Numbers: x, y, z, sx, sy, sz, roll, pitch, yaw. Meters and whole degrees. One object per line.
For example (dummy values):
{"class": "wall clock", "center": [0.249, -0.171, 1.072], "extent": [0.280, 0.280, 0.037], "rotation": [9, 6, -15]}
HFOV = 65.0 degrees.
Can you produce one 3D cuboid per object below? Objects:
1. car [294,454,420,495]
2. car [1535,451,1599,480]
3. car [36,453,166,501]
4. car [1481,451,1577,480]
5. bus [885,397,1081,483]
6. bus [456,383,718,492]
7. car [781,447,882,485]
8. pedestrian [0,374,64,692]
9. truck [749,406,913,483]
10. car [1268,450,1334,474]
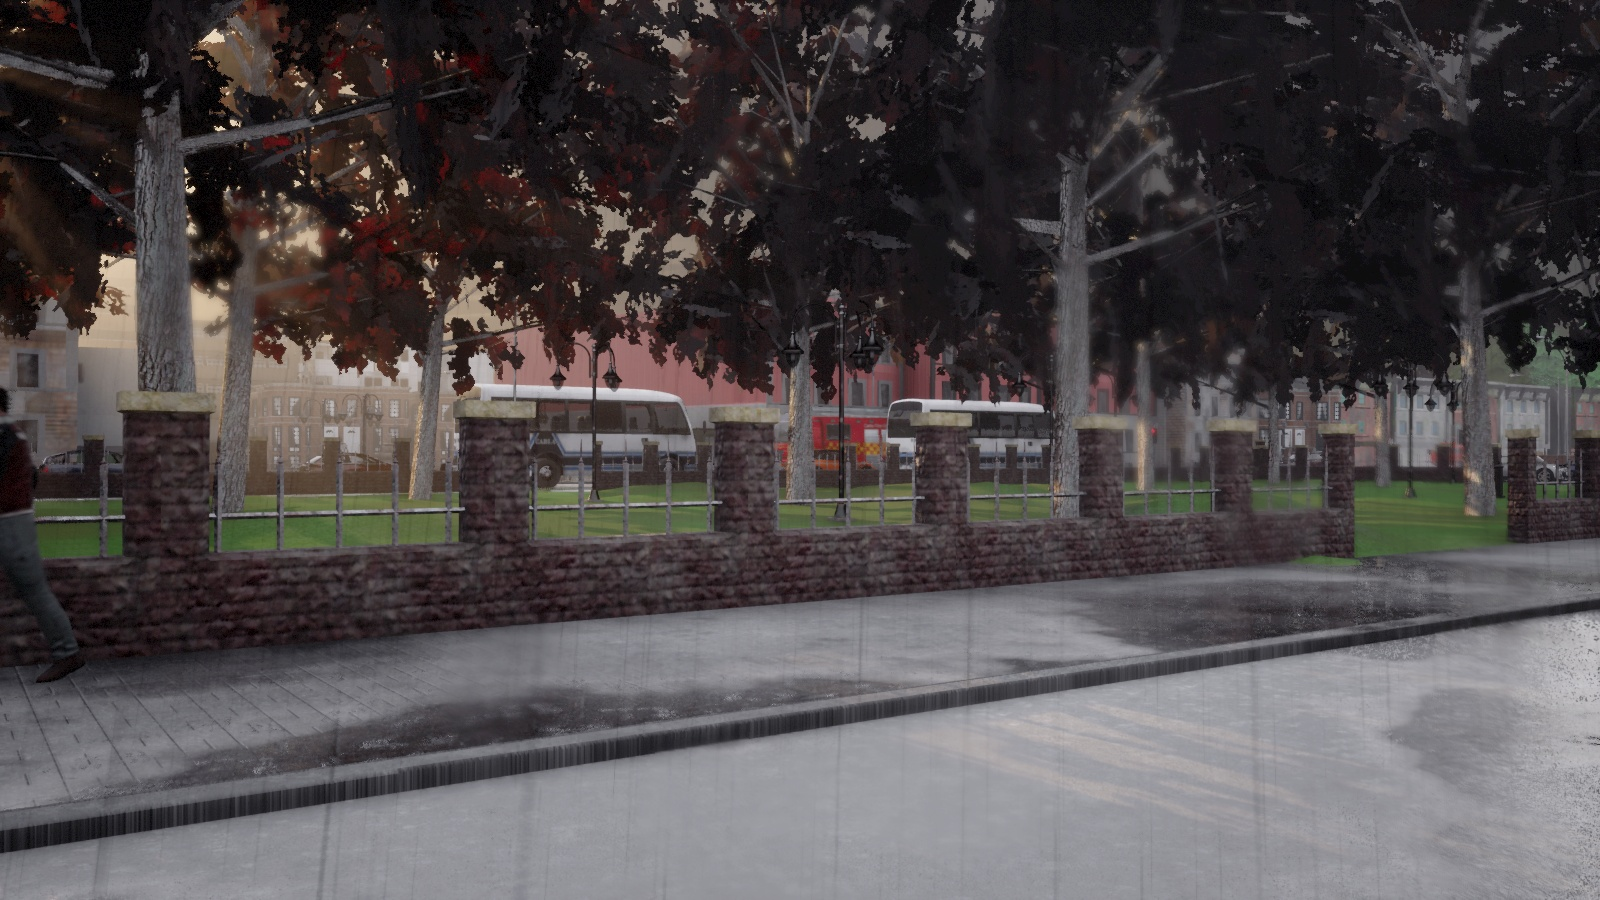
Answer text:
{"class": "car", "center": [-16.821, 0.911, 47.789], "extent": [4.193, 1.474, 1.816], "rotation": [0, 0, -35]}
{"class": "car", "center": [41.646, 0.818, 65.962], "extent": [2.163, 1.488, 4.792], "rotation": [0, 0, -35]}
{"class": "car", "center": [-23.848, 0.879, 42.861], "extent": [3.705, 1.549, 1.789], "rotation": [0, 0, -35]}
{"class": "car", "center": [37.564, 0.789, 64.729], "extent": [1.970, 1.475, 3.806], "rotation": [0, 0, -37]}
{"class": "bus", "center": [9.780, -0.490, 66.470], "extent": [10.273, 4.253, 3.944], "rotation": [0, 0, -34]}
{"class": "bus", "center": [-8.897, -0.482, 53.337], "extent": [10.273, 4.253, 3.944], "rotation": [0, 0, -35]}
{"class": "car", "center": [1.542, 0.748, 60.656], "extent": [4.553, 1.767, 2.097], "rotation": [0, 0, -35]}
{"class": "pedestrian", "center": [-4.794, 0.483, 7.443], "extent": [0.720, 1.854, 0.376], "rotation": [0, 0, -35]}
{"class": "truck", "center": [1.709, -0.263, 65.654], "extent": [8.468, 3.827, 2.891], "rotation": [0, 0, -35]}
{"class": "car", "center": [35.656, 0.818, 89.421], "extent": [4.856, 1.649, 2.033], "rotation": [0, 0, -35]}
